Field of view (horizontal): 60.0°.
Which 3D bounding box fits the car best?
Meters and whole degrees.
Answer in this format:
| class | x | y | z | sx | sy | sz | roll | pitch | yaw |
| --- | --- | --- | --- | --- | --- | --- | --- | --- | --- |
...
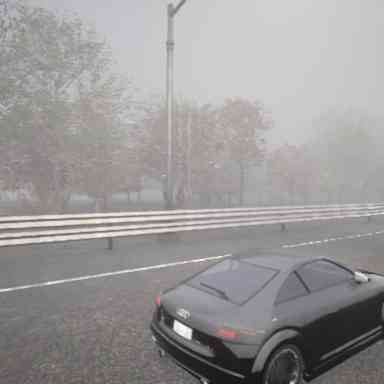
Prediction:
| class | x | y | z | sx | sy | sz | roll | pitch | yaw |
| --- | --- | --- | --- | --- | --- | --- | --- | --- | --- |
| car | 1.489 | 1.545 | 5.004 | 4.181 | 1.385 | 1.994 | 0 | 0 | -37 |
